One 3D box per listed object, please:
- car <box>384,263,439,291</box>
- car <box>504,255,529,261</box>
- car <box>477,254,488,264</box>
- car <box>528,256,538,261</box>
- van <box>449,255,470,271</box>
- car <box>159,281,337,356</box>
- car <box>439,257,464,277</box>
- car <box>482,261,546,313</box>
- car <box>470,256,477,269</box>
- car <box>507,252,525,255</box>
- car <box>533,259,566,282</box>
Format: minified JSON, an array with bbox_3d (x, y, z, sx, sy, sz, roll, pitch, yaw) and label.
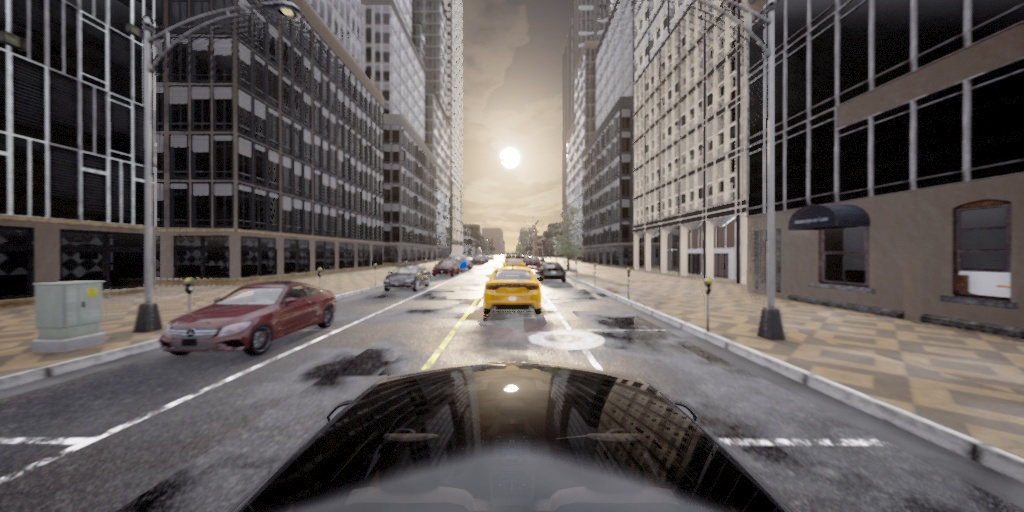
[{"bbox_3d":[-5.665,1.126,19.798,2.007,1.370,4.403,0,0,0],"label":"car"},{"bbox_3d":[0.141,0.961,29.544,1.882,1.535,5.008,0,1,0],"label":"car"},{"bbox_3d":[-5.606,0.623,59.642,1.967,1.591,4.097,0,0,0],"label":"car"},{"bbox_3d":[2.758,0.740,48.231,1.967,1.591,4.097,0,0,0],"label":"car"},{"bbox_3d":[-5.639,0.751,36.875,1.690,1.789,3.998,0,0,0],"label":"van"},{"bbox_3d":[-5.681,1.267,8.413,1.802,1.307,4.207,0,0,0],"label":"car"},{"bbox_3d":[-5.648,1.011,31.182,1.888,1.381,4.507,0,0,0],"label":"car"},{"bbox_3d":[0.028,1.117,13.362,1.882,1.535,5.008,0,1,0],"label":"car"},{"bbox_3d":[-5.631,0.936,42.567,1.802,1.307,4.207,0,0,0],"label":"car"},{"bbox_3d":[0.167,0.539,46.465,2.150,2.045,5.566,0,1,0],"label":"car"},{"bbox_3d":[2.724,1.090,25.465,1.948,1.339,4.313,0,0,0],"label":"car"}]
